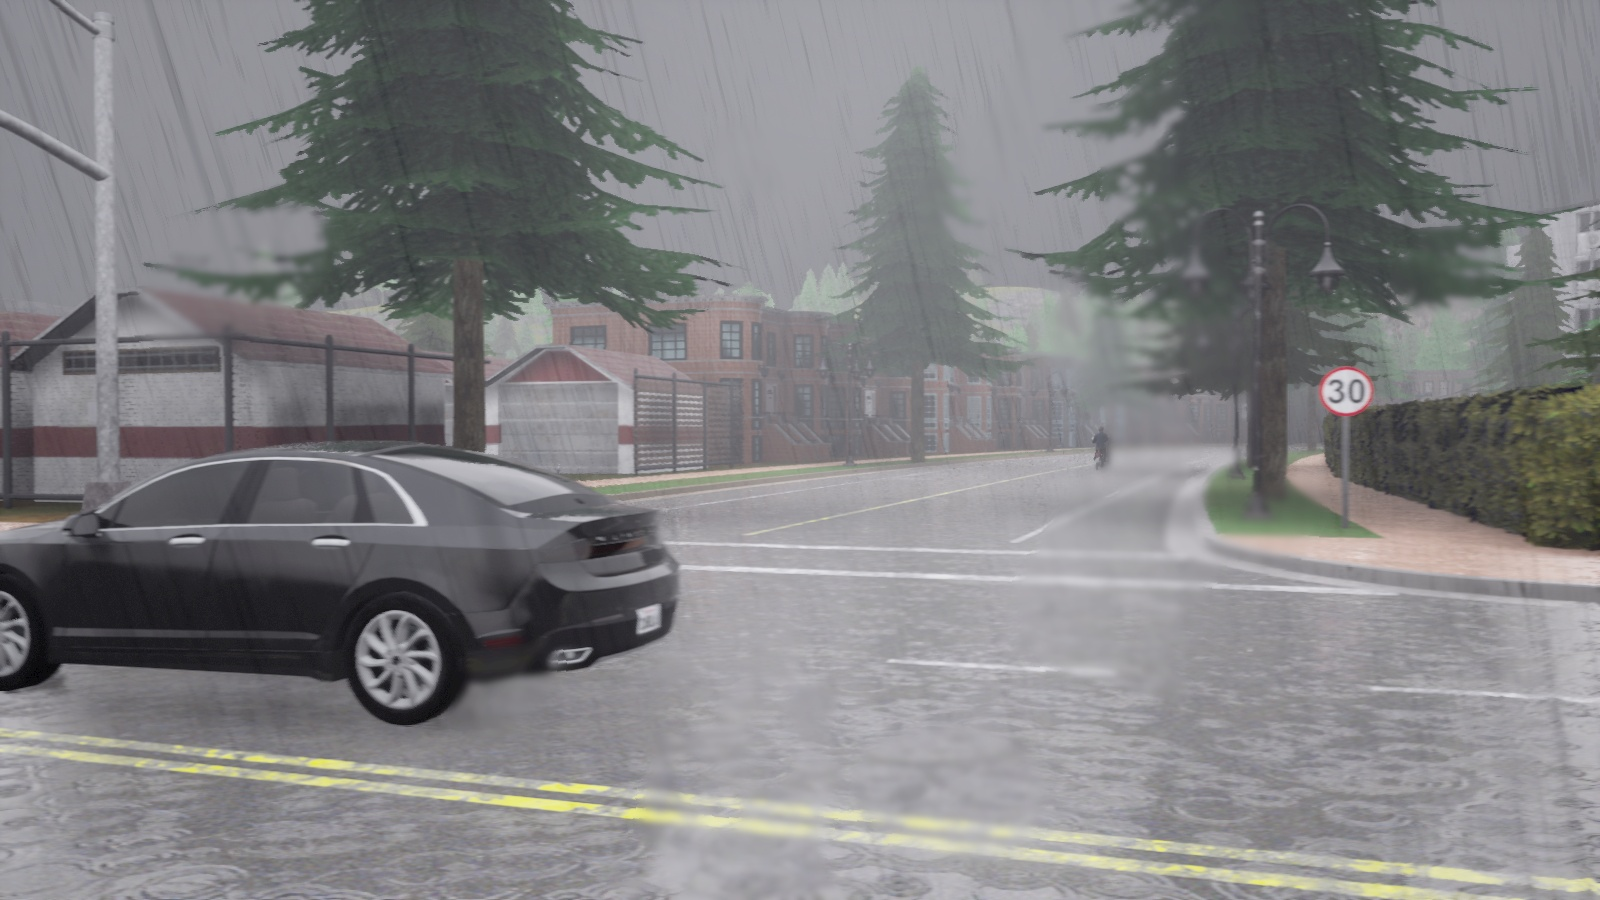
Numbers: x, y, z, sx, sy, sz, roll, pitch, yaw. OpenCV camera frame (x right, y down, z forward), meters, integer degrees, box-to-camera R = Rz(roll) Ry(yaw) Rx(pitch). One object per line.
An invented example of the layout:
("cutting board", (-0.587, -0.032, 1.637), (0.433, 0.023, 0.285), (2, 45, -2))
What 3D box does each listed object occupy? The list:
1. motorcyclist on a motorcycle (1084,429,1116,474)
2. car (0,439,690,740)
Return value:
("motorcyclist on a motorcycle", (11.059, 0.043, 46.197), (0.866, 1.590, 1.817), (1, 1, 22))
("car", (-3.319, 0.691, 8.002), (4.892, 1.490, 1.837), (1, 1, 19))
